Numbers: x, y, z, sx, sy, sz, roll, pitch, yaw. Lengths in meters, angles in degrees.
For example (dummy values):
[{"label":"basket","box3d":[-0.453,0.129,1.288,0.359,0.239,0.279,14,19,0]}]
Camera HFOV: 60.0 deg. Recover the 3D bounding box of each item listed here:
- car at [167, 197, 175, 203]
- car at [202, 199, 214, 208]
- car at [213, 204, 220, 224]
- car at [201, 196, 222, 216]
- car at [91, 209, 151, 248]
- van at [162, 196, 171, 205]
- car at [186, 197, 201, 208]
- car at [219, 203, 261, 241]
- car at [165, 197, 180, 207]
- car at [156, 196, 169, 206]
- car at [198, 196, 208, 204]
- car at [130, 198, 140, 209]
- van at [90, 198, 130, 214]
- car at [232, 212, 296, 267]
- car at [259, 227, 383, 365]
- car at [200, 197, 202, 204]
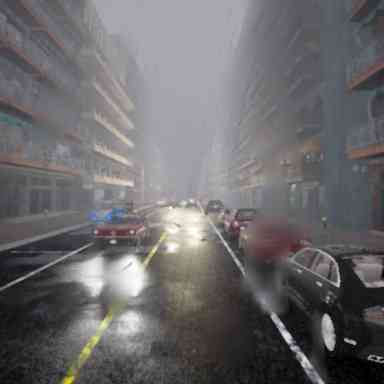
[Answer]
[{"label":"car","box3d":[-5.690,2.096,90.807,1.967,1.590,4.097,0,-1,0]},{"label":"car","box3d":[2.691,1.907,56.817,1.887,1.381,4.507,0,0,0]},{"label":"car","box3d":[2.691,1.703,22.845,1.802,1.307,4.206,0,0,0]},{"label":"car","box3d":[2.389,1.562,35.764,2.097,1.767,4.553,0,0,0]},{"label":"car","box3d":[-3.099,1.680,15.342,1.895,1.301,4.718,0,0,0]},{"label":"van","box3d":[-5.690,1.842,73.823,1.690,1.788,3.998,0,0,0]},{"label":"car","box3d":[0.003,1.891,54.248,2.033,1.411,5.357,0,0,0]},{"label":"car","box3d":[2.691,1.530,17.183,1.967,1.590,4.097,0,0,0]},{"label":"car","box3d":[-3.047,1.930,57.339,1.994,1.385,4.181,0,0,1]},{"label":"car","box3d":[-5.690,1.930,62.328,1.752,1.417,4.829,0,0,0]},{"label":"car","box3d":[2.690,1.867,79.460,2.192,1.841,5.009,0,-1,0]},{"label":"car","box3d":[-5.690,1.474,28.528,2.192,1.841,5.009,0,0,0]},{"label":"van","box3d":[-5.689,1.463,22.868,1.690,1.788,3.998,0,0,0]},{"label":"car","box3d":[2.691,1.604,11.522,1.887,1.381,4.507,0,0,0]},{"label":"car","box3d":[2.691,1.581,5.859,2.008,1.369,4.403,0,0,0]},{"label":"car","box3d":[2.691,1.866,51.152,1.887,1.381,4.507,0,0,0]}]
